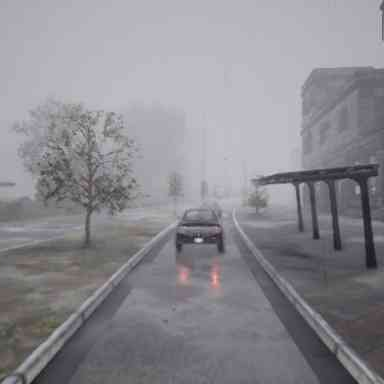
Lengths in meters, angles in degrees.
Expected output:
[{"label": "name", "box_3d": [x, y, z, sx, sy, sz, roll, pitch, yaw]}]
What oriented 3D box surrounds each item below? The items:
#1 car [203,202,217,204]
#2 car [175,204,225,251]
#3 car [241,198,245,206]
[{"label": "car", "box_3d": [1.596, 1.556, 29.072, 1.994, 1.385, 4.181, 0, 0, 7]}, {"label": "car", "box_3d": [0.378, 1.484, 14.198, 2.128, 1.511, 4.902, 0, 0, 3]}, {"label": "car", "box_3d": [9.996, 1.770, 59.965, 2.097, 1.535, 5.008, -1, -1, 13]}]
